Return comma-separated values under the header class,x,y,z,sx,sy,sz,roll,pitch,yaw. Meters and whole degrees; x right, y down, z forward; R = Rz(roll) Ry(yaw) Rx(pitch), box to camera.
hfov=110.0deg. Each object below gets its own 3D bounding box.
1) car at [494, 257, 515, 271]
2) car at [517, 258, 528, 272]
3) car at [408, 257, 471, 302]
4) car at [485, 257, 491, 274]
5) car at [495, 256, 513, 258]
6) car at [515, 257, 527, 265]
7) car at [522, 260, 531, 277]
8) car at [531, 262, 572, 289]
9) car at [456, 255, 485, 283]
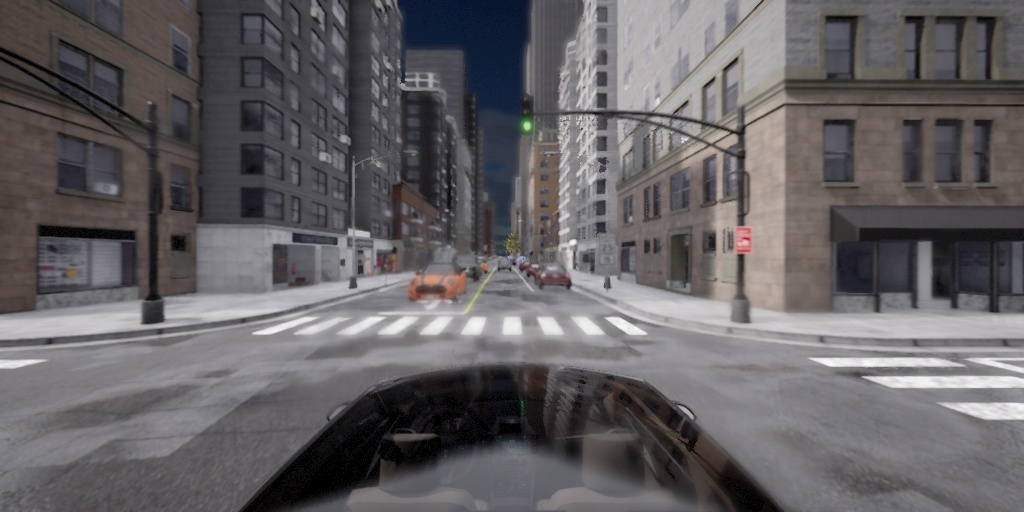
class,x,y,z,sx,sy,sz,roll,pitch,yaw
car,-0.963,1.254,46.948,2.033,1.411,5.357,0,0,-1
car,1.940,1.289,45.120,1.802,1.307,4.207,0,0,-1
car,-3.345,1.085,16.879,2.097,1.767,4.553,0,0,-1
car,-3.879,1.055,40.986,2.097,1.767,4.553,0,0,-1
car,-1.213,1.071,57.334,2.097,1.767,4.553,0,0,-1
car,1.803,1.257,50.772,1.888,1.381,4.507,0,0,-1
car,2.212,1.298,33.818,1.802,1.307,4.207,0,0,-1
car,2.485,1.171,22.511,1.967,1.591,4.097,0,0,-1
car,-3.586,0.941,28.183,2.150,2.045,5.566,0,0,-1
